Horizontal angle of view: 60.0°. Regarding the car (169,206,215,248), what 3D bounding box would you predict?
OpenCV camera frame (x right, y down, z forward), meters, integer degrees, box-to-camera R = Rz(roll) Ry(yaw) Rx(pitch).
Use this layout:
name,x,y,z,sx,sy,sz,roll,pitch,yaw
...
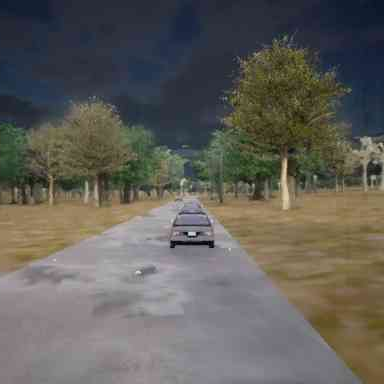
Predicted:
name,x,y,z,sx,sy,sz,roll,pitch,yaw
car,0.000,1.566,14.613,2.033,1.411,5.357,0,0,0

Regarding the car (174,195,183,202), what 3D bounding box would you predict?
name,x,y,z,sx,sy,sz,roll,pitch,yaw
car,-2.999,1.537,75.942,1.882,1.535,5.008,0,0,0

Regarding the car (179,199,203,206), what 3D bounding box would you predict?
name,x,y,z,sx,sy,sz,roll,pitch,yaw
car,0.000,1.585,29.615,1.994,1.385,4.181,0,0,0
